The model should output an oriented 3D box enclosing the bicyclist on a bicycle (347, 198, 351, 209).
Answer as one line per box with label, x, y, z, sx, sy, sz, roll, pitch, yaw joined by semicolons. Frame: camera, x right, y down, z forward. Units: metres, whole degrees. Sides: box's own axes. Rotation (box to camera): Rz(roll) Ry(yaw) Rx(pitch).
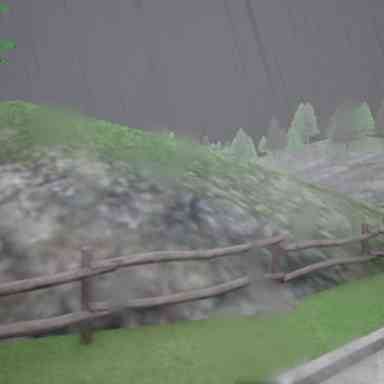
bicyclist on a bicycle;23.928;1.754;50.618;0.582;1.620;1.656;0;0;34
